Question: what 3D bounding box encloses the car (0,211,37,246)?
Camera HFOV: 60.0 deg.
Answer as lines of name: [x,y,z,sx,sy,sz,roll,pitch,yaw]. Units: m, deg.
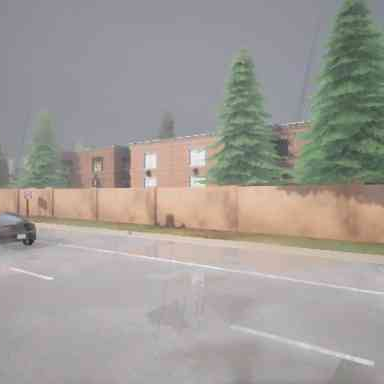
car: [-8.377,1.530,14.022,4.674,1.442,1.812,0,0,35]
